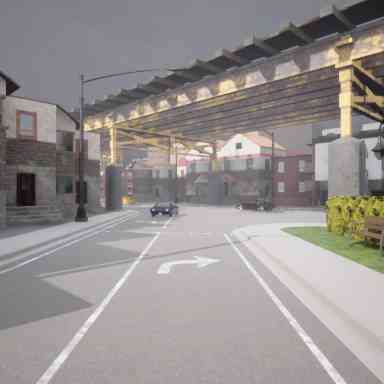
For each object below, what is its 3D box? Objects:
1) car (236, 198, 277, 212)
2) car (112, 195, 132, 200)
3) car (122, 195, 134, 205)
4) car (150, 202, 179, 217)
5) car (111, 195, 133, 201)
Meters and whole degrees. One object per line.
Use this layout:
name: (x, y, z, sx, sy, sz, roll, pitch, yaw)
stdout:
car: (7.347, 1.505, 38.359, 1.837, 1.490, 4.892, 0, 0, -45)
car: (-16.876, 1.295, 80.118, 4.536, 1.218, 1.853, 0, 0, -15)
car: (-12.124, 1.477, 58.020, 1.882, 1.535, 5.008, 0, 0, -45)
car: (-2.466, 1.600, 31.202, 1.895, 1.301, 4.718, 0, 0, 7)
car: (-16.927, 1.452, 80.105, 4.974, 1.542, 2.038, 0, 0, -15)
